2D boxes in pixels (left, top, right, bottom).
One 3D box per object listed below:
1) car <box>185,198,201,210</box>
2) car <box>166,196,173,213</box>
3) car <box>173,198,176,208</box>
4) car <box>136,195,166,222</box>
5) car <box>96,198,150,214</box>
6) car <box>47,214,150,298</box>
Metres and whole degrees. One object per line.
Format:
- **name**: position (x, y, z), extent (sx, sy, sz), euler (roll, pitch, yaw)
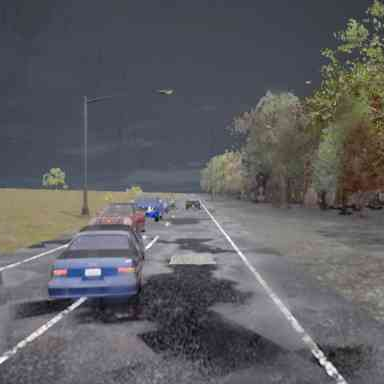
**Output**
- **car**: position (0.126, 1.523, 43.640), extent (1.837, 1.490, 4.892), euler (0, 0, -1)
- **car**: position (-3.550, 1.369, 36.797), extent (2.097, 1.767, 4.553), euler (0, 0, 0)
- **car**: position (-3.531, 1.370, 48.628), extent (2.097, 1.767, 4.553), euler (0, 0, 0)
- **car**: position (-3.572, 1.236, 26.689), extent (2.150, 2.045, 5.566), euler (0, 0, -1)
- **car**: position (-3.650, 1.362, 16.853), extent (2.097, 1.767, 4.553), euler (0, 0, 1)
- **car**: position (-2.209, 1.553, 8.722), extent (2.033, 1.411, 5.357), euler (0, 0, -8)
